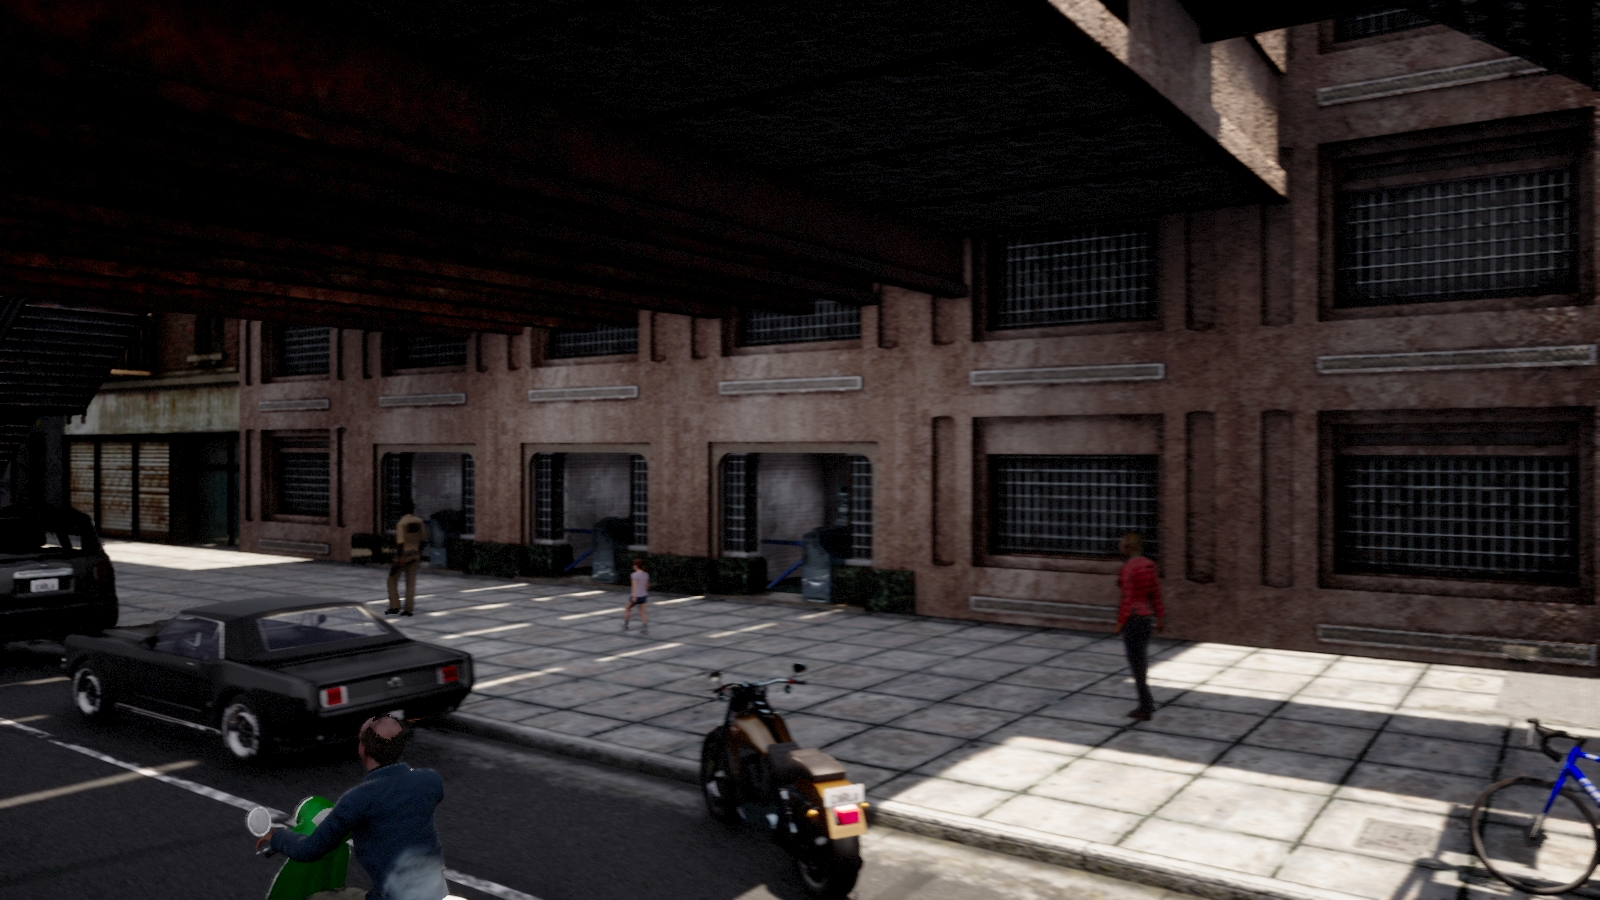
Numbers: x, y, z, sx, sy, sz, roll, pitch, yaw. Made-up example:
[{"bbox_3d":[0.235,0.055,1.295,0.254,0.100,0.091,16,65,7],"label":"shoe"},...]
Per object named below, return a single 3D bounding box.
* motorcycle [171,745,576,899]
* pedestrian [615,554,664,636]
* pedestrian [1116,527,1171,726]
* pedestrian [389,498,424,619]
[{"bbox_3d":[-1.968,2.182,5.189,1.805,1.236,0.856,0,0,35],"label":"motorcycle"},{"bbox_3d":[-2.310,2.076,16.458,0.500,1.100,0.500,0,0,43],"label":"pedestrian"},{"bbox_3d":[3.344,1.696,11.117,0.375,1.860,0.375,0,0,-42],"label":"pedestrian"},{"bbox_3d":[-6.206,1.696,18.031,0.375,1.860,0.375,0,0,39],"label":"pedestrian"}]
